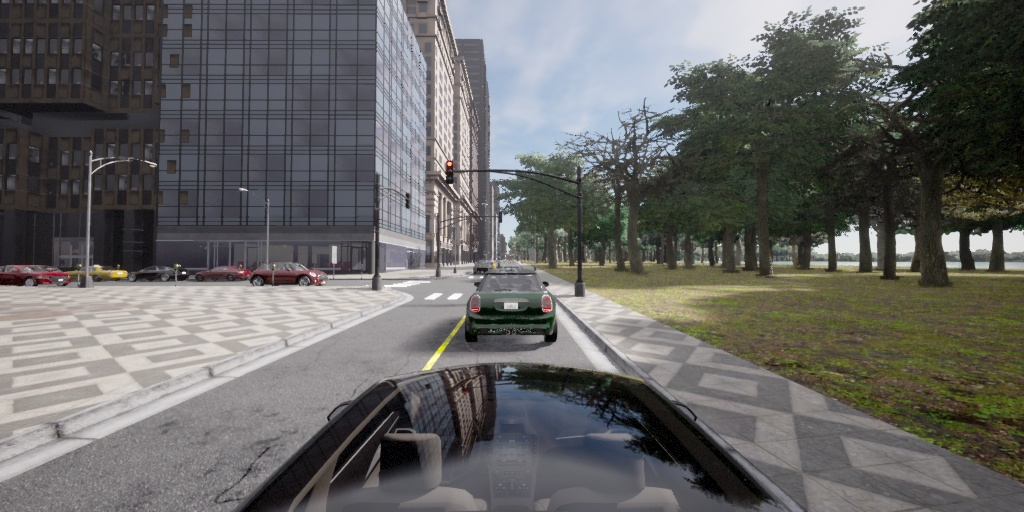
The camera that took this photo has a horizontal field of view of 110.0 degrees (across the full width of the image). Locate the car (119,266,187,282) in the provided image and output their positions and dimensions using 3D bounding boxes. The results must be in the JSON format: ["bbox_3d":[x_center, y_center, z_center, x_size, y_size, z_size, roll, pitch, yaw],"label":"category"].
[{"bbox_3d":[-30.069,1.481,30.577,4.313,1.339,1.948,0,0,0],"label":"car"}]

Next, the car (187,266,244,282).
[{"bbox_3d":[-24.583,1.493,30.602,4.207,1.307,1.802,0,0,0],"label":"car"}]

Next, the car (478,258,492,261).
[{"bbox_3d":[-3.229,1.180,41.200,2.097,1.767,4.553,0,0,0],"label":"car"}]

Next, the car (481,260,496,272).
[{"bbox_3d":[-3.249,1.341,50.222,1.882,1.535,5.008,0,0,0],"label":"car"}]

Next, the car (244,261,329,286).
[{"bbox_3d":[-13.605,1.120,22.130,4.097,1.591,1.967,0,0,-1],"label":"car"}]

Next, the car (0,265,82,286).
[{"bbox_3d":[-30.035,1.235,22.054,4.507,1.381,1.888,0,0,0],"label":"car"}]

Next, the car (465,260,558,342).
[{"bbox_3d":[-0.012,1.108,9.927,2.097,1.767,4.553,0,0,0],"label":"car"}]

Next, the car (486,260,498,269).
[{"bbox_3d":[-3.262,1.427,59.386,1.812,1.442,4.674,0,0,0],"label":"car"}]

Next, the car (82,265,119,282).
[{"bbox_3d":[-35.727,1.444,30.551,4.829,1.417,1.751,0,0,0],"label":"car"}]
